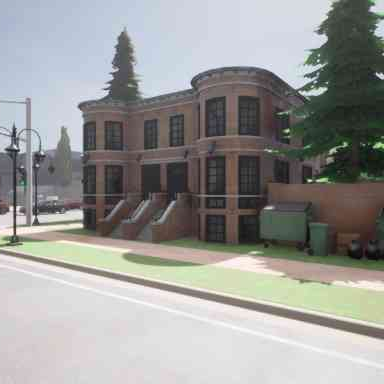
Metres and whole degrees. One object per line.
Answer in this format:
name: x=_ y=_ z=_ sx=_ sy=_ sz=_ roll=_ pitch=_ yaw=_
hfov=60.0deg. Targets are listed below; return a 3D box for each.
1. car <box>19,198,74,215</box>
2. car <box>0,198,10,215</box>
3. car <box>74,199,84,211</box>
car: x=-14.802 y=1.505 z=33.568 sx=1.837 sy=1.490 sz=4.892 roll=0 pitch=0 yaw=34
car: x=-20.189 y=1.352 z=31.957 sx=2.097 sy=1.767 sz=4.553 roll=0 pitch=0 yaw=35
car: x=-14.960 y=1.478 z=39.583 sx=1.882 sy=1.535 sz=5.008 roll=0 pitch=0 yaw=33
